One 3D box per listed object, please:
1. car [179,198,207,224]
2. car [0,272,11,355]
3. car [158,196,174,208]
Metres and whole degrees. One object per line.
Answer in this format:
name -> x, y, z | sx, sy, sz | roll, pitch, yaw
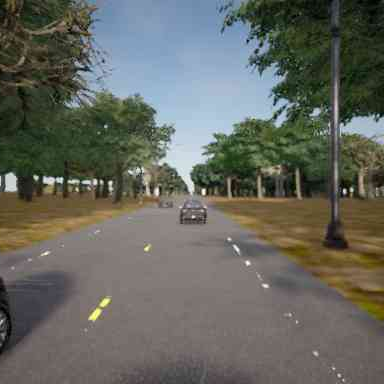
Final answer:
car -> 0.091, 1.433, 24.268 | 2.128, 1.511, 4.902 | 0, 0, 0
car -> -3.601, 1.344, 2.780 | 2.097, 1.767, 4.553 | 0, 0, 0
car -> -3.518, 1.329, 45.128 | 1.837, 1.490, 4.892 | 0, 0, 0
